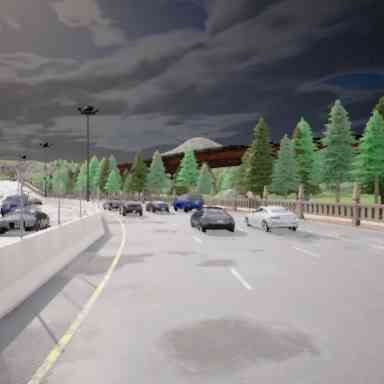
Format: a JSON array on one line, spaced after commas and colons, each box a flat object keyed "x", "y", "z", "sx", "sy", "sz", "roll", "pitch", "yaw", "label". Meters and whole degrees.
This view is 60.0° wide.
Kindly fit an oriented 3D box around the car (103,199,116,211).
[{"x": -10.061, "y": 1.628, "z": 42.717, "sx": 2.033, "sy": 1.411, "sz": 5.357, "roll": 0, "pitch": 0, "yaw": -27, "label": "car"}]

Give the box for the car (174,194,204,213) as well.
[{"x": -0.462, "y": 1.291, "z": 37.969, "sx": 2.150, "sy": 2.045, "sz": 5.566, "roll": 0, "pitch": 0, "yaw": -21, "label": "car"}]

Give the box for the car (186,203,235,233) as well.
[{"x": 1.148, "y": 1.601, "z": 20.273, "sx": 1.994, "sy": 1.385, "sz": 4.181, "roll": 0, "pitch": 0, "yaw": -11, "label": "car"}]

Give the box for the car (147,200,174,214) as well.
[{"x": -3.859, "y": 1.595, "z": 36.966, "sx": 1.812, "sy": 1.442, "sz": 4.674, "roll": 0, "pitch": 0, "yaw": -21, "label": "car"}]

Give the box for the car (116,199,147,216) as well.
[{"x": -6.122, "y": 1.567, "z": 33.041, "sx": 1.837, "sy": 1.490, "sz": 4.892, "roll": 0, "pitch": 0, "yaw": -19, "label": "car"}]

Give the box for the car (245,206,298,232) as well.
[{"x": 4.744, "y": 1.563, "z": 20.207, "sx": 1.812, "sy": 1.442, "sz": 4.674, "roll": 0, "pitch": 0, "yaw": -11, "label": "car"}]
